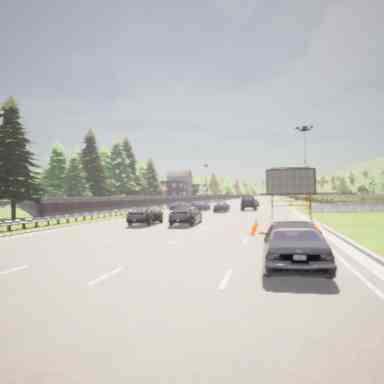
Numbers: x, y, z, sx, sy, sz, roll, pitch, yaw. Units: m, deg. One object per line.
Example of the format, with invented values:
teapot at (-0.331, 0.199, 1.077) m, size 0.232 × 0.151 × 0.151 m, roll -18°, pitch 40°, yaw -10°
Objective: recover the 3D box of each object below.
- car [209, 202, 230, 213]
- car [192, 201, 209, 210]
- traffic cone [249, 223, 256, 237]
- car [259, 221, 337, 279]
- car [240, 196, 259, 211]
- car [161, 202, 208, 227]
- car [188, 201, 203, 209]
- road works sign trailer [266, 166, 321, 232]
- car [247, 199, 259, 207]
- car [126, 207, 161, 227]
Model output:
car at (4.091, 2.036, 45.619) m, size 2.033 × 1.411 × 5.357 m, roll -2°, pitch -1°, yaw 13°
car at (1.500, 2.163, 49.987) m, size 2.033 × 1.411 × 5.357 m, roll -2°, pitch -1°, yaw 13°
traffic cone at (3.269, 2.105, 18.034) m, size 0.340 × 0.580 × 0.340 m, roll -2°, pitch -1°, yaw 13°
car at (3.087, 1.600, 10.241) m, size 2.033 × 1.411 × 5.357 m, roll -2°, pitch -1°, yaw 13°
car at (8.184, 1.629, 47.875) m, size 2.150 × 2.045 × 5.566 m, roll -2°, pitch -1°, yaw 13°
car at (-0.442, 1.845, 26.060) m, size 2.128 × 1.511 × 4.902 m, roll -2°, pitch -1°, yaw 13°
car at (0.694, 2.359, 62.026) m, size 1.994 × 1.385 × 4.181 m, roll -2°, pitch -1°, yaw 13°
road works sign trailer at (4.912, 0.550, 16.569) m, size 2.380 × 3.560 × 2.880 m, roll -2°, pitch -1°, yaw 8°
car at (11.620, 2.073, 62.696) m, size 1.994 × 1.385 × 4.181 m, roll -2°, pitch -1°, yaw 13°
car at (-3.744, 1.951, 27.308) m, size 2.128 × 1.511 × 4.902 m, roll -2°, pitch -1°, yaw 13°
